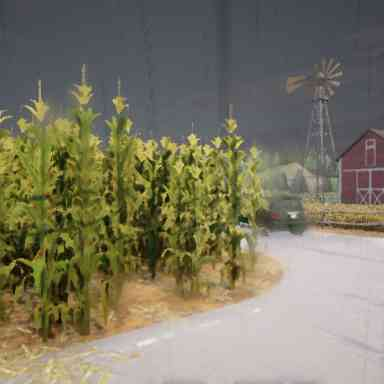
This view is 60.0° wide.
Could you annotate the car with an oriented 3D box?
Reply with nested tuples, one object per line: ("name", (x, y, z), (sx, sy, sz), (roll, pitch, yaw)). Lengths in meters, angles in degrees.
("car", (3.994, 1.250, 18.055), (2.150, 2.045, 5.566), (-1, 0, -17))
